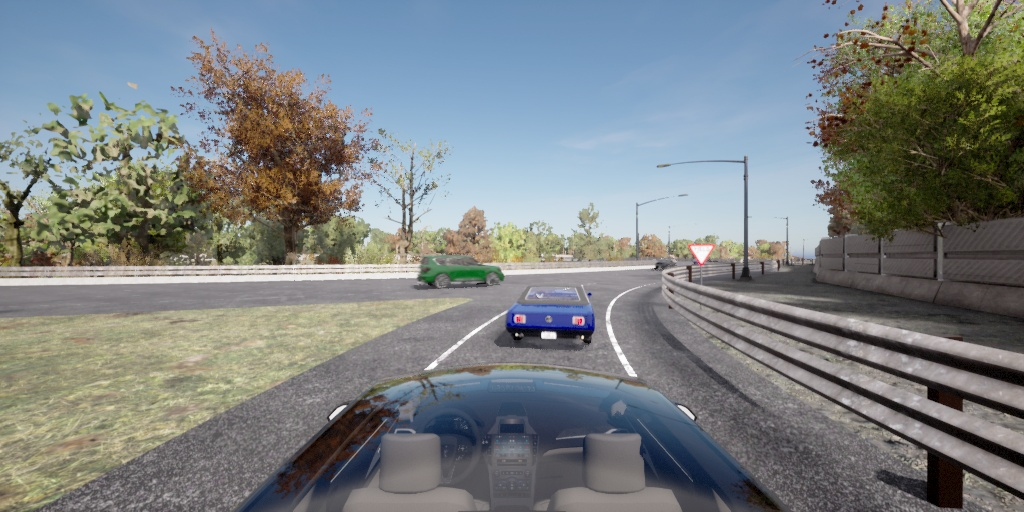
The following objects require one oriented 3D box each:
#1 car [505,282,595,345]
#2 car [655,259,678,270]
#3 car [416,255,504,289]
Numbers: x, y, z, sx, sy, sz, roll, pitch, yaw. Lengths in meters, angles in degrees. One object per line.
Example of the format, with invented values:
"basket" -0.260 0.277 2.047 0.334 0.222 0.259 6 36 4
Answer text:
"car" 1.180 1.351 9.613 1.895 1.301 4.718 0 0 11
"car" 21.832 1.248 50.646 1.837 1.490 4.892 0 0 44
"car" -3.276 0.966 22.941 5.566 2.045 2.150 0 0 -28
